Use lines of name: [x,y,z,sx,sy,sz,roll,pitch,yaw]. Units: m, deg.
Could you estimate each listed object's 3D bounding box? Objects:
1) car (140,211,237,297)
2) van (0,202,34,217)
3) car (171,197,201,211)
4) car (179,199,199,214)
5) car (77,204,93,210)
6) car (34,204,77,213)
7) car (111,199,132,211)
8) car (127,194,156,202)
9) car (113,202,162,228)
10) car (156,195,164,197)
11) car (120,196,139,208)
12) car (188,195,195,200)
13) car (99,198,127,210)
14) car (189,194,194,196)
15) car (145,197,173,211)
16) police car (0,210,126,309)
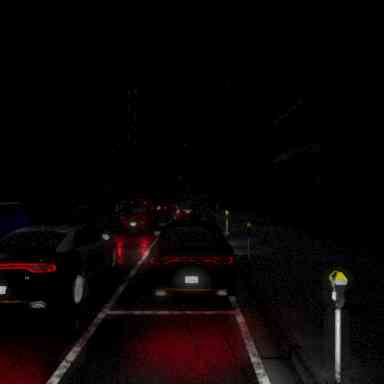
car: [-0.006,1.478,8.650,1.882,1.535,5.008,0,0,0]
van: [-8.815,1.342,14.478,1.690,1.788,3.998,0,0,0]
car: [-0.290,1.443,25.481,1.967,1.590,4.097,0,0,0]
car: [-0.290,1.557,36.484,2.008,1.369,4.403,0,0,0]
car: [-8.815,1.585,25.481,1.802,1.307,4.206,0,0,0]
car: [-8.815,1.567,19.979,1.947,1.339,4.313,0,0,0]
car: [-8.815,1.591,41.985,1.802,1.307,4.206,0,0,0]
car: [-6.208,1.232,41.213,2.150,2.045,5.566,0,0,0]
car: [-3.091,1.527,19.891,1.812,1.442,4.674,0,0,0]
car: [-8.782,1.642,84.589,1.802,1.307,4.206,0,0,0]
car: [-8.816,1.451,47.486,1.967,1.590,4.097,0,0,0]
car: [-0.237,1.635,95.394,2.008,1.369,4.403,0,0,0]
car: [-8.815,1.572,36.483,1.947,1.339,4.313,0,0,0]
car: [-0.257,1.501,84.576,1.967,1.590,4.097,0,0,0]
car: [-3.099,1.553,33.896,2.033,1.411,5.357,0,0,1]
police car: [-3.145,1.426,7.996,1.930,1.638,5.238,0,-1,0]
